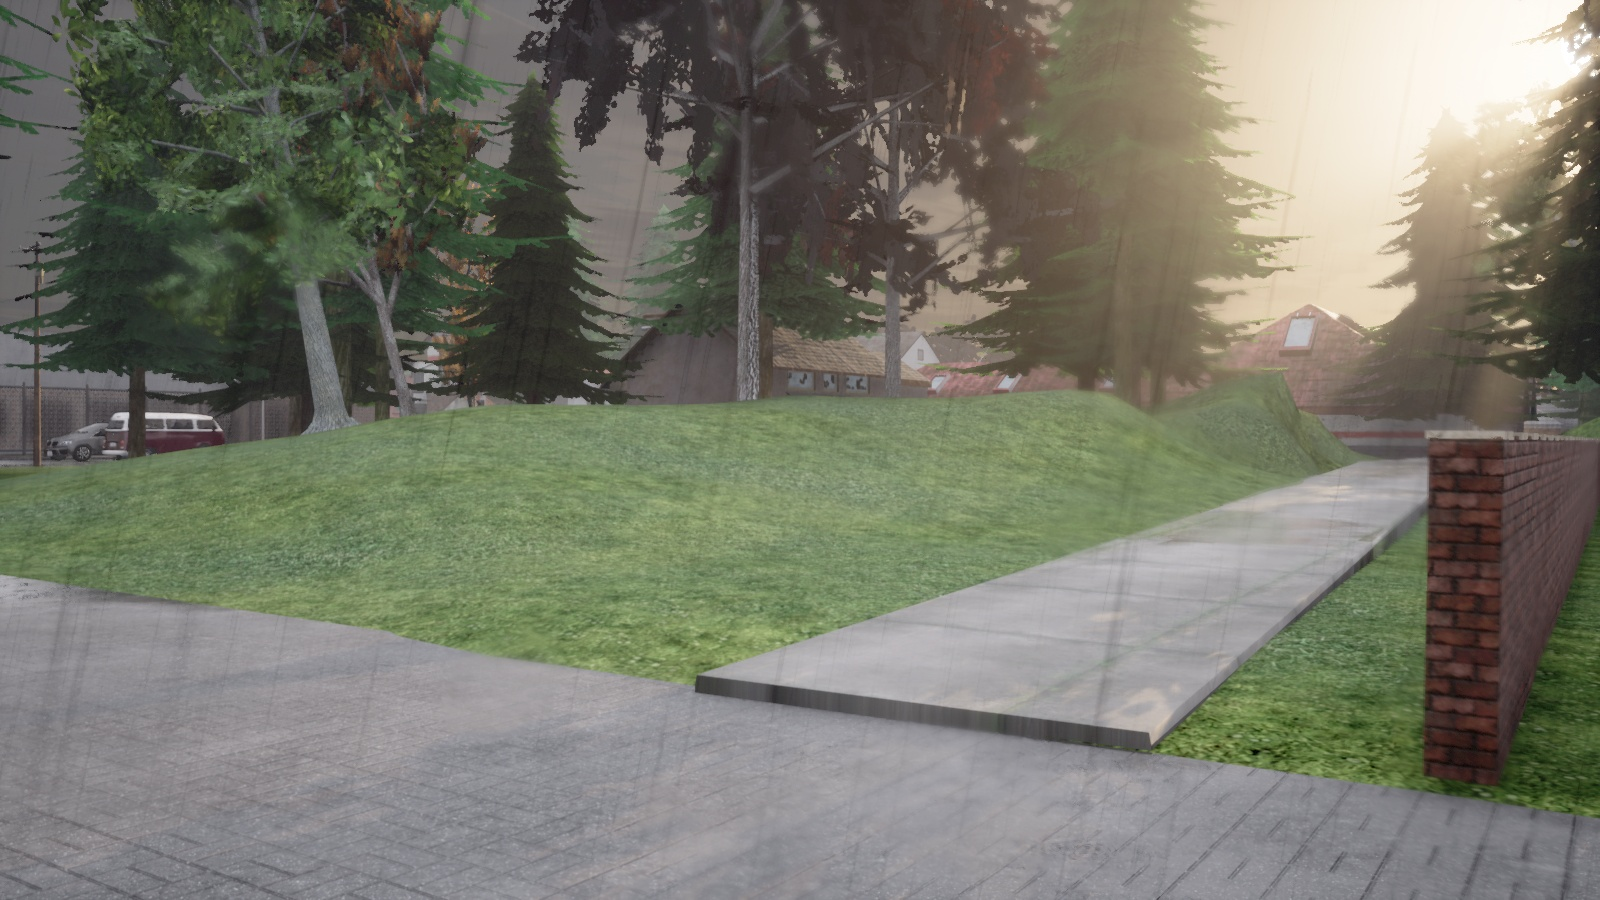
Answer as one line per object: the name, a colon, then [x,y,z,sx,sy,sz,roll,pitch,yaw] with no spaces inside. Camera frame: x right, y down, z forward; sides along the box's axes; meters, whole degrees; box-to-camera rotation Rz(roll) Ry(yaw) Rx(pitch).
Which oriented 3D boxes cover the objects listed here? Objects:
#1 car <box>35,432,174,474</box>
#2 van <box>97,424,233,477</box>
car: [-29.468,0.094,53.331,2.242,1.667,4.611,0,1,33]
van: [-25.930,-0.028,51.425,2.069,2.038,4.480,0,1,34]
